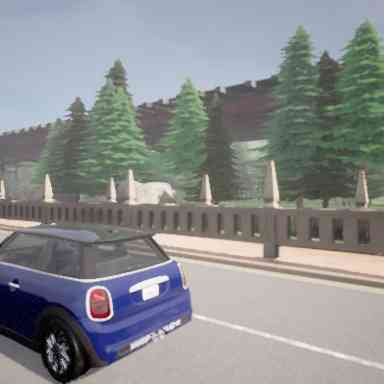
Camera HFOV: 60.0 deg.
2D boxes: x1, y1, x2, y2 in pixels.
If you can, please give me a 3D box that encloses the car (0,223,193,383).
[{"bbox_3d":[-2.270,1.322,5.630,4.553,1.767,2.097,1,0,36],"label":"car"}]
